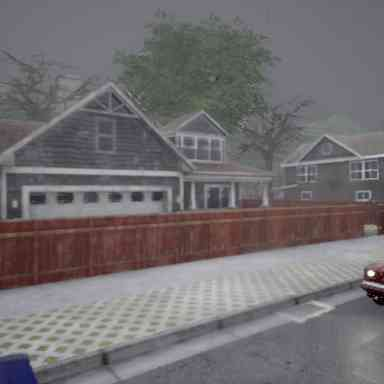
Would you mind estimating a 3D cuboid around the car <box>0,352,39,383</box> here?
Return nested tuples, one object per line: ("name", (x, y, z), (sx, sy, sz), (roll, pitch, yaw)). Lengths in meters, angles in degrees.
("car", (-2.882, 1.629, 0.971), (4.718, 1.301, 1.895), (0, -1, -35))

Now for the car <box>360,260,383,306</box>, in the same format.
("car", (5.565, 1.621, 6.917), (4.718, 1.301, 1.895), (0, 0, -34))
